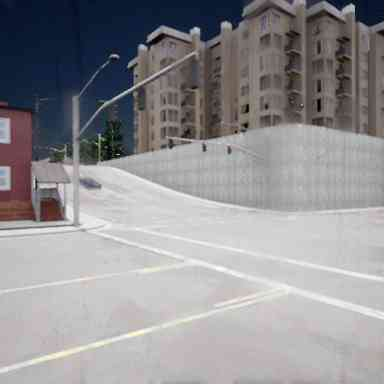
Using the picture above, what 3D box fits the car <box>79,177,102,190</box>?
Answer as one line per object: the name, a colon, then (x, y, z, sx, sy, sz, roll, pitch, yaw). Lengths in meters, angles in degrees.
car: (-13.633, -1.219, 44.441, 1.895, 1.301, 4.718, 0, 12, -36)
